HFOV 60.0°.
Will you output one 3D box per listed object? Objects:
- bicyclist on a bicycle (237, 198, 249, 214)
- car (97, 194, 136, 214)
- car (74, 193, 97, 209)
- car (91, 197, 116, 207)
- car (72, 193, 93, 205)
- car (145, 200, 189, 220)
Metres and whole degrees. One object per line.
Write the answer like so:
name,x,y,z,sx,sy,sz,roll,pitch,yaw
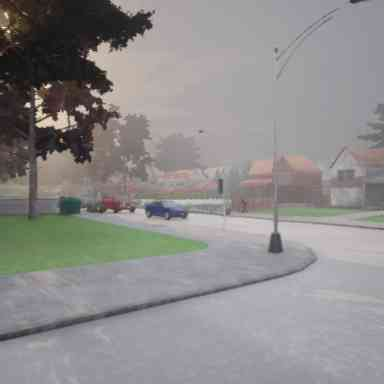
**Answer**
bicyclist on a bicycle,5.019,1.386,32.838,1.656,1.620,0.582,0,0,-36
car,-8.218,1.246,36.908,2.150,2.045,5.566,0,0,-36
car,-14.344,1.377,45.532,2.097,1.767,4.553,0,0,-35
car,-13.891,1.579,52.053,2.033,1.411,5.357,0,0,-35
car,-20.080,1.253,60.702,2.150,2.045,5.566,0,0,-36
car,-2.205,1.502,28.503,1.882,1.535,5.008,0,0,-36
